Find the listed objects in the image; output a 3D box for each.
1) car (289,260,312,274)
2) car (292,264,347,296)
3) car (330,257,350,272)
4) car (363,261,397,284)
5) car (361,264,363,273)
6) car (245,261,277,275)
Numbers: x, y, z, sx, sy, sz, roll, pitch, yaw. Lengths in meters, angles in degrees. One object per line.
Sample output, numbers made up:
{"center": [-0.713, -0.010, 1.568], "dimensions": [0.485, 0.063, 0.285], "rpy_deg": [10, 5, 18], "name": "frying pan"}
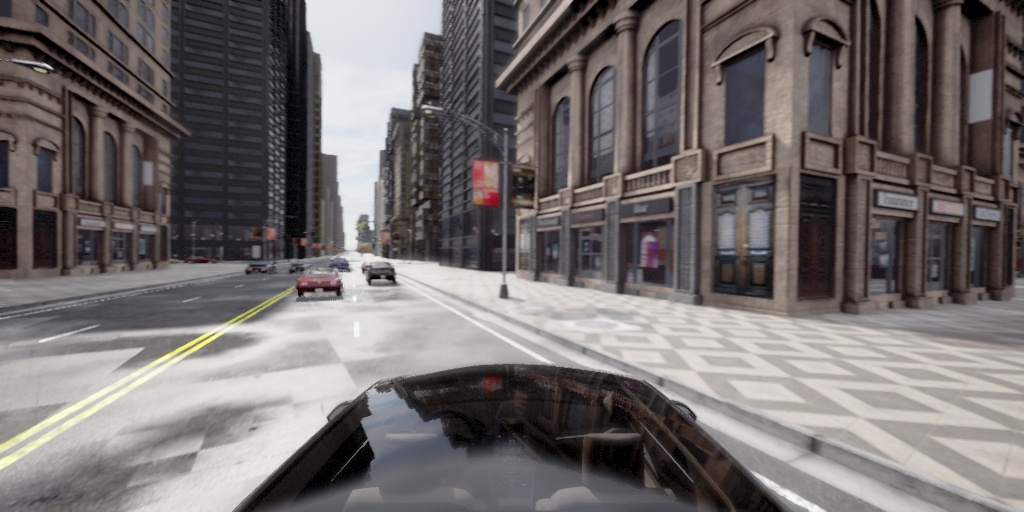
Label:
{"center": [-21.926, 1.152, 37.493], "dimensions": [1.994, 1.385, 4.181], "rpy_deg": [0, 0, -24], "name": "car"}
{"center": [-9.744, 1.279, 18.482], "dimensions": [1.895, 1.301, 4.718], "rpy_deg": [0, 0, -24], "name": "car"}
{"center": [-20.560, 0.951, 42.871], "dimensions": [2.097, 1.767, 4.553], "rpy_deg": [0, 0, -24], "name": "car"}
{"center": [-9.445, 1.180, 25.804], "dimensions": [1.837, 1.490, 4.892], "rpy_deg": [0, -2, -24], "name": "car"}
{"center": [-16.068, 1.233, 40.732], "dimensions": [1.895, 1.301, 4.718], "rpy_deg": [0, 0, -24], "name": "car"}
{"center": [-24.326, 1.134, 34.876], "dimensions": [1.994, 1.385, 4.181], "rpy_deg": [0, 0, -24], "name": "car"}
